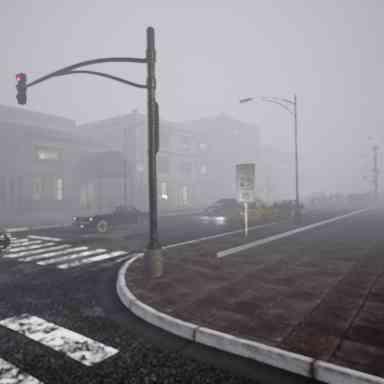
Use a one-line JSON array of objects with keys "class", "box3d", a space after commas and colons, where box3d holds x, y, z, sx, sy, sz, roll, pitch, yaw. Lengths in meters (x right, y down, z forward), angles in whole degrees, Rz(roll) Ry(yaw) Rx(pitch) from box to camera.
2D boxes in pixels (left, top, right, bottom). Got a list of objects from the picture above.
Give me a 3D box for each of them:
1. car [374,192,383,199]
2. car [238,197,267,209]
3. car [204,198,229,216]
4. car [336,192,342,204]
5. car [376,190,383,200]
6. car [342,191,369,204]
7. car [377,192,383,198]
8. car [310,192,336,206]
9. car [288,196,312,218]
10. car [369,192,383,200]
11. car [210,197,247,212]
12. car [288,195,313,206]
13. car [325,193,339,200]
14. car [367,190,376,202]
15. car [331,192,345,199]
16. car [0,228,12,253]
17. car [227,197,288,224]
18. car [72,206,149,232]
[{"class": "car", "box3d": [40.136, 0.720, 70.893, 1.947, 1.339, 4.313, -1, 0, 36]}, {"class": "car", "box3d": [7.316, 1.293, 40.039, 1.802, 1.307, 4.206, -1, 0, 36]}, {"class": "car", "box3d": [2.911, 1.294, 29.575, 1.812, 1.442, 4.674, -1, 0, 36]}, {"class": "car", "box3d": [21.997, 0.955, 50.557, 1.837, 1.490, 4.892, -1, 0, 36]}, {"class": "car", "box3d": [33.622, 0.570, 61.946, 2.192, 1.841, 5.009, -1, 0, 36]}, {"class": "car", "box3d": [22.899, 0.898, 46.460, 1.882, 1.535, 5.008, -1, 0, 36]}, {"class": "car", "box3d": [43.218, 0.652, 75.114, 1.887, 1.381, 4.507, -1, 0, 36]}, {"class": "car", "box3d": [16.806, 1.096, 43.327, 1.994, 1.385, 4.181, -1, 0, 36]}, {"class": "car", "box3d": [7.576, 1.217, 26.159, 2.008, 1.369, 4.403, -1, 0, 36]}, {"class": "car", "box3d": [36.880, 0.770, 66.420, 1.947, 1.339, 4.313, -1, 0, 36]}, {"class": "car", "box3d": [3.960, 1.290, 35.428, 1.752, 1.417, 4.829, -1, 0, 36]}, {"class": "car", "box3d": [15.105, 1.176, 46.218, 1.895, 1.301, 4.718, -1, 0, 36]}, {"class": "car", "box3d": [30.107, 0.935, 71.353, 1.802, 1.307, 4.206, -1, 0, 36]}, {"class": "car", "box3d": [27.023, 0.860, 52.117, 1.837, 1.490, 4.892, -1, 0, 36]}, {"class": "car", "box3d": [33.362, 0.743, 75.826, 1.967, 1.590, 4.097, -1, 0, 36]}, {"class": "car", "box3d": [-8.522, 1.484, 10.573, 4.902, 1.511, 2.128, -1, 1, -26]}, {"class": "car", "box3d": [4.420, 1.242, 21.823, 1.752, 1.417, 4.829, -1, 0, 36]}, {"class": "car", "box3d": [-4.526, 1.489, 19.411, 1.895, 1.301, 4.718, -1, 0, 37]}]
